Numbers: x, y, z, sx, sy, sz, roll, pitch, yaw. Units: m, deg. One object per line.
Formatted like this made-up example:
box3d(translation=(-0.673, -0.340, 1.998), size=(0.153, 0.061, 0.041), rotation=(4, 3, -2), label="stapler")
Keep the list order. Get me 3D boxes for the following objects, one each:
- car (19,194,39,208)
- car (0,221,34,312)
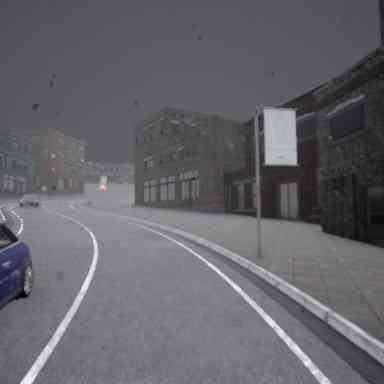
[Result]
box3d(translation=(-20.366, 1.031, 41.787), size=(2.097, 1.767, 4.553), rotation=(1, 0, -24), label="car")
box3d(translation=(-4.200, 1.346, 5.250), size=(2.097, 1.767, 4.553), rotation=(0, 0, -9), label="car")
